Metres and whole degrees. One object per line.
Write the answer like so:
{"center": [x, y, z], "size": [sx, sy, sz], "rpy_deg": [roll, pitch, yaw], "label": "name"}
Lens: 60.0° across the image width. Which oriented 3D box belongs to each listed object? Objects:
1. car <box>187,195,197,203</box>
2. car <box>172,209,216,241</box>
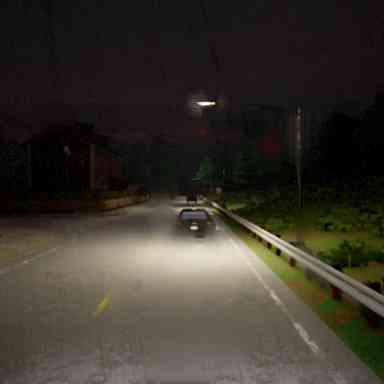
{"center": [-0.030, 1.247, 62.181], "size": [1.837, 1.490, 4.892], "rpy_deg": [0, 0, 0], "label": "car"}
{"center": [0.088, 1.496, 16.227], "size": [1.994, 1.385, 4.181], "rpy_deg": [0, 0, 0], "label": "car"}
